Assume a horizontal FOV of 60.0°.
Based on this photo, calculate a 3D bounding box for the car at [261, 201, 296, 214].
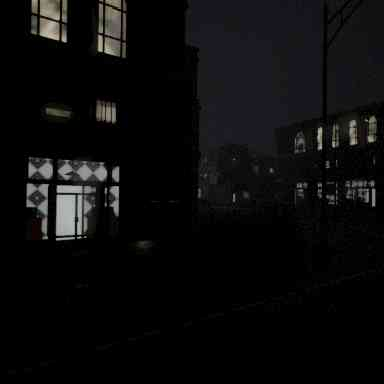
[{"bbox_3d":[9.409,1.639,36.604,2.008,1.369,4.403,1,-1,-27],"label":"car"}]

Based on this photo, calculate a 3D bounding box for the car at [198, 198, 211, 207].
[{"bbox_3d":[1.345,1.637,52.087,1.887,1.381,4.507,1,-1,-27],"label":"car"}]
